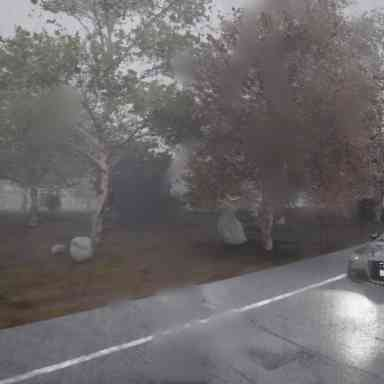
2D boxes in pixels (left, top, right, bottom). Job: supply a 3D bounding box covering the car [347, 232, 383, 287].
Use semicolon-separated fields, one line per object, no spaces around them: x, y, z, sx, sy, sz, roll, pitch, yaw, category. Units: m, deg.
5.660;1.556;8.403;4.181;1.385;1.994;0;0;-41;car
